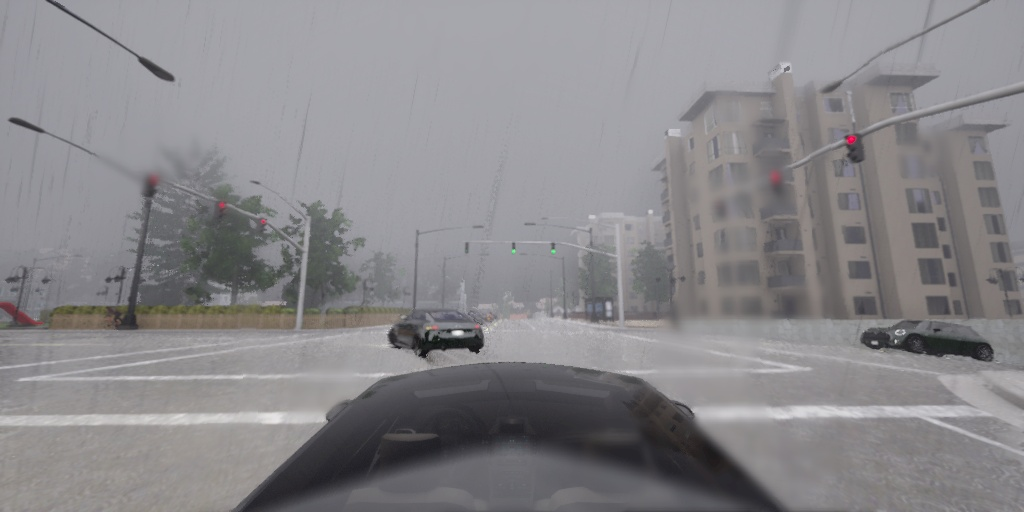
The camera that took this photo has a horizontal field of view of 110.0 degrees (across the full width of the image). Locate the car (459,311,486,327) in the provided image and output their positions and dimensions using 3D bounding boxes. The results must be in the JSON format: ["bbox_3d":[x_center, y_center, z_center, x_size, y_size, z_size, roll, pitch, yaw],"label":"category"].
[{"bbox_3d":[-3.541,5.806,33.243,1.994,1.385,4.181,0,-9,0],"label":"car"}]

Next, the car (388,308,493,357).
[{"bbox_3d":[-2.608,2.413,11.805,1.994,1.385,4.181,5,-11,-32],"label":"car"}]

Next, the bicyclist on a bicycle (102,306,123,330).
[{"bbox_3d":[-26.175,4.059,23.589,0.582,1.620,1.656,-20,0,-4],"label":"bicyclist on a bicycle"}]

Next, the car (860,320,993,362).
[{"bbox_3d":[19.348,3.799,16.932,4.553,1.767,2.097,7,-9,0],"label":"car"}]

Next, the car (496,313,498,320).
[{"bbox_3d":[-3.446,9.995,60.052,1.994,1.385,4.181,0,-9,0],"label":"car"}]

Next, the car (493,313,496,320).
[{"bbox_3d":[-3.521,7.316,44.278,2.097,1.767,4.553,0,-9,0],"label":"car"}]
